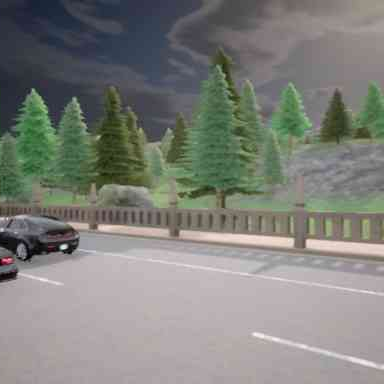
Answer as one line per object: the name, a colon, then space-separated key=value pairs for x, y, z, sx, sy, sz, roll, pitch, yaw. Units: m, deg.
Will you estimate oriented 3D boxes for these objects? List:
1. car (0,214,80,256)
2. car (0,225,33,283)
car: x=-6.313 y=1.629 z=12.719 sx=4.892 sy=1.490 sz=1.837 roll=0 pitch=0 yaw=36
car: x=-6.564 y=1.649 z=8.571 sx=5.357 sy=1.411 sz=2.033 roll=-1 pitch=0 yaw=36
